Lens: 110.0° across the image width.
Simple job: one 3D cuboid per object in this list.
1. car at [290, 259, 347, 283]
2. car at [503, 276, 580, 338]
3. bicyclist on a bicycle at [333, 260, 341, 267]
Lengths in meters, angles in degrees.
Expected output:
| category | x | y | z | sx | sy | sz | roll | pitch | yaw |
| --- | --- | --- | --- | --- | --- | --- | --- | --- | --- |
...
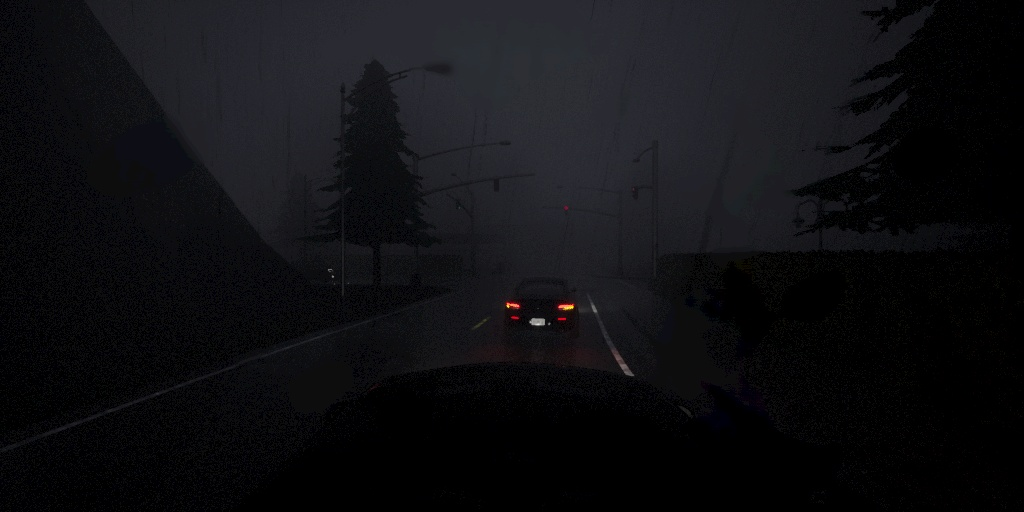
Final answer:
| category | x | y | z | sx | sy | sz | roll | pitch | yaw |
| --- | --- | --- | --- | --- | --- | --- | --- | --- | --- |
| car | -15.324 | 1.102 | 27.986 | 4.553 | 1.767 | 2.097 | 0 | 0 | 9 |
| car | 0.927 | 1.276 | 10.119 | 1.812 | 1.442 | 4.674 | 0 | 0 | 9 |
| bicyclist on a bicycle | -17.340 | 1.203 | 35.410 | 0.582 | 1.620 | 1.656 | 0 | 0 | 8 |
